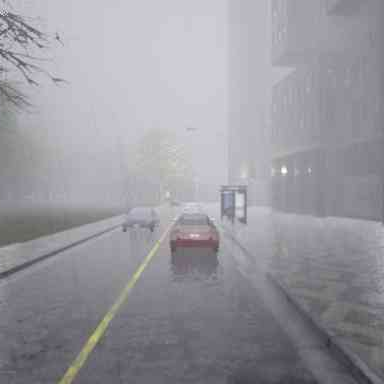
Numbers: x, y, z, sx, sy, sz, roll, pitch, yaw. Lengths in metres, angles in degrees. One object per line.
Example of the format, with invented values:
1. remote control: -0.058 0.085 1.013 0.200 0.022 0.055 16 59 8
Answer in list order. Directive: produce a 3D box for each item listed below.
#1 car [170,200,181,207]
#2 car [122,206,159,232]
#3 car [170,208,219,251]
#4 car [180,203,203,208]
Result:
1. car: -3.041 2.106 61.165 1.895 1.301 4.718 0 -1 1
2. car: -3.103 1.639 20.894 1.812 1.442 4.674 0 -1 0
3. car: 0.097 1.621 14.471 1.994 1.385 4.181 0 0 0
4. car: 0.094 1.744 31.228 1.812 1.442 4.674 0 -1 0
